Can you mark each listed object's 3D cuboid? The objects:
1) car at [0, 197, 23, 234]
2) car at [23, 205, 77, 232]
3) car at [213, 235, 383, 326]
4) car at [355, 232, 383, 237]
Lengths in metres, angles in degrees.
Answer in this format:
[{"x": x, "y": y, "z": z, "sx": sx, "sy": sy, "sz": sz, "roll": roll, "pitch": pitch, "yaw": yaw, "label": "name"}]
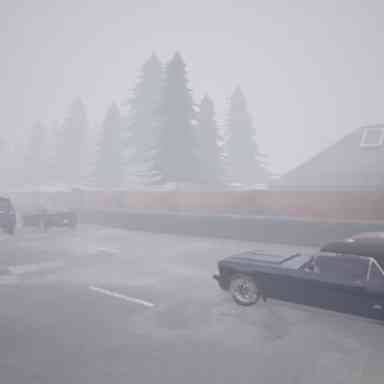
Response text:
[{"x": -11.712, "y": 1.272, "z": 18.533, "sx": 5.566, "sy": 2.045, "sz": 2.150, "roll": 0, "pitch": 0, "yaw": 44, "label": "car"}, {"x": -9.084, "y": 1.541, "z": 20.886, "sx": 5.008, "sy": 1.535, "sz": 1.882, "roll": 0, "pitch": 0, "yaw": 43, "label": "car"}, {"x": 2.774, "y": 1.629, "z": 6.382, "sx": 4.718, "sy": 1.301, "sz": 1.895, "roll": 0, "pitch": 0, "yaw": 36, "label": "car"}, {"x": 6.041, "y": 1.393, "z": 8.371, "sx": 4.553, "sy": 1.767, "sz": 2.097, "roll": 0, "pitch": 0, "yaw": 35, "label": "car"}]
